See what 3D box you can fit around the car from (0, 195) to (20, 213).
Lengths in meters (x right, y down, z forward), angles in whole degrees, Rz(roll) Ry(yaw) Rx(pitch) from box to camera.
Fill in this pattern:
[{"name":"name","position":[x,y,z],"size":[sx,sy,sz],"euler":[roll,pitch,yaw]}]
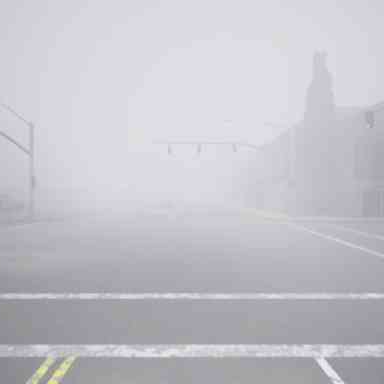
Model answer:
[{"name":"car","position":[-21.495,1.226,35.560],"size":[4.605,1.855,1.932],"euler":[0,0,0]}]

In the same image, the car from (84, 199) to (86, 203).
[{"name":"car","position":[-21.473,1.520,60.973],"size":[3.806,1.475,1.970],"euler":[0,0,0]}]

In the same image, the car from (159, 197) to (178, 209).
[{"name":"car","position":[-3.513,1.697,47.502],"size":[1.895,1.301,4.718],"euler":[0,0,2]}]

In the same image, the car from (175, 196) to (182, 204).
[{"name":"car","position":[-3.001,1.624,65.201],"size":[2.128,1.511,4.902],"euler":[0,0,2]}]

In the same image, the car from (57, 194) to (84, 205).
[{"name":"car","position":[-21.483,1.275,58.078],"size":[3.866,1.878,1.905],"euler":[0,0,0]}]

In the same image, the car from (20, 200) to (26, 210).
[{"name":"car","position":[-21.441,1.235,38.454],"size":[3.866,1.878,1.905],"euler":[0,0,0]}]
